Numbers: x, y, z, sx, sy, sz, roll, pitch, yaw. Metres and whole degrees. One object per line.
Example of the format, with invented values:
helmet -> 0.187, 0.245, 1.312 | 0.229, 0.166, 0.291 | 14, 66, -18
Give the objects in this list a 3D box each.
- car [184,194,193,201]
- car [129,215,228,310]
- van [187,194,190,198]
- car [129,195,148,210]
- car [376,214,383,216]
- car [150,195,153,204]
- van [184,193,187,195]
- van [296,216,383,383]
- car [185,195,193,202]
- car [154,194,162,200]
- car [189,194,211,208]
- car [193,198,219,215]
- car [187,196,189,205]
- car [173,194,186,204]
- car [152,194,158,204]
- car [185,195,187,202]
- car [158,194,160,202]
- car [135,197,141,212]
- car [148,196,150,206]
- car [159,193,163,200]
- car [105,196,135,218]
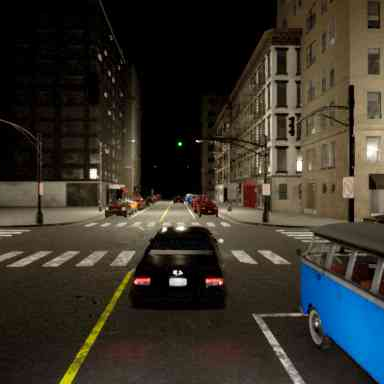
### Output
car -> -0.922, 1.423, 84.576 | 1.967, 1.590, 4.097 | 0, 0, -2
car -> -0.175, 1.547, 8.067 | 2.033, 1.411, 5.357 | 0, 0, 1
van -> 0.465, 1.337, 52.150 | 1.690, 1.788, 3.998 | 0, 0, -2
car -> -7.091, 1.313, 40.997 | 2.192, 1.841, 5.009 | 0, 0, -2
car -> 12.754, 1.626, 19.339 | 5.357, 1.411, 2.033 | 0, 0, -3
car -> -7.553, 1.562, 51.806 | 1.947, 1.339, 4.313 | 0, 0, -2
van -> -0.460, 1.328, 73.767 | 1.690, 1.788, 3.998 | 0, 0, -2
van -> 2.537, 1.341, 3.675 | 1.690, 1.788, 3.998 | 0, 0, -2
car -> -0.698, 1.510, 79.342 | 1.752, 1.417, 4.829 | 0, 0, -2
car -> -9.171, 1.422, 89.638 | 1.967, 1.590, 4.097 | 0, 0, -2
car -> 1.158, 1.314, 35.935 | 2.192, 1.841, 5.009 | 0, 0, -2
car -> 1.389, 1.544, 30.531 | 1.887, 1.381, 4.507 | 0, 0, -2
car -> 0.696, 1.542, 46.745 | 1.887, 1.381, 4.507 | 0, 0, -2
car -> -2.475, 1.518, 61.327 | 1.812, 1.442, 4.674 | 0, 0, -3
car -> -8.016, 1.542, 62.616 | 2.008, 1.369, 4.403 | 0, 0, -2
car -> 0.233, 1.560, 57.554 | 1.947, 1.339, 4.313 | 0, 0, -2
car -> -8.247, 1.555, 68.020 | 1.947, 1.339, 4.313 | 0, 0, -2
car -> -6.853, 1.524, 35.423 | 1.752, 1.417, 4.829 | 0, 0, -2
car -> -7.315, 1.522, 46.232 | 1.752, 1.417, 4.829 | 0, 0, -2
car -> -8.709, 1.300, 78.829 | 2.192, 1.841, 5.009 | 0, 0, -2
car -> -6.629, 1.439, 30.188 | 1.967, 1.590, 4.097 | 0, 0, -2
